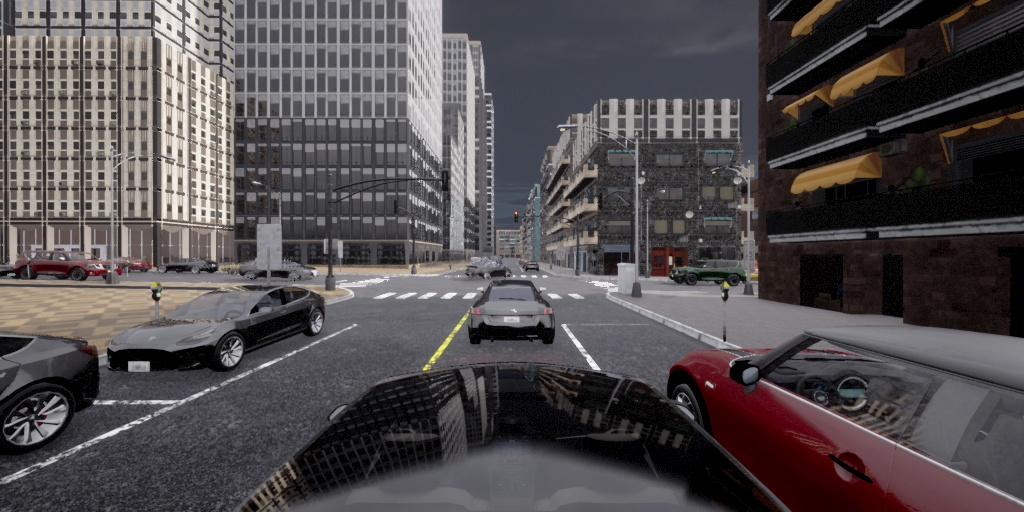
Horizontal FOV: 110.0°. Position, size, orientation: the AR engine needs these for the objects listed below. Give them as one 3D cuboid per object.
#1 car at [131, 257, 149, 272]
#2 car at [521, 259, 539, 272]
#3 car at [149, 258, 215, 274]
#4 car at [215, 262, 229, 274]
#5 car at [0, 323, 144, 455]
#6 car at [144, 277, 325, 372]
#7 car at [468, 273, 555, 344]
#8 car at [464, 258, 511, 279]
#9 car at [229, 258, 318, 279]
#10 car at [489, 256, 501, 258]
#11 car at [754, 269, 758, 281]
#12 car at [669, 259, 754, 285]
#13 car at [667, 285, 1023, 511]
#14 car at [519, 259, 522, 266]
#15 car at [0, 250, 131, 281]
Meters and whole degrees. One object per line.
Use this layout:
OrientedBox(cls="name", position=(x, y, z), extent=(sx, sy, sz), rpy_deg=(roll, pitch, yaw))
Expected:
OrientedBox(cls="car", position=(-33.168, 0.726, 30.478), extent=(4.207, 1.307, 1.802), rpy_deg=(0, 0, -1))
OrientedBox(cls="car", position=(2.593, 1.319, 47.317), extent=(1.948, 1.339, 4.313), rpy_deg=(0, 0, 0))
OrientedBox(cls="car", position=(-27.550, 0.815, 30.554), extent=(4.313, 1.339, 1.948), rpy_deg=(0, 0, -1))
OrientedBox(cls="car", position=(-22.105, 0.880, 30.715), extent=(4.829, 1.417, 1.751), rpy_deg=(0, 0, -1))
OrientedBox(cls="car", position=(-5.688, 1.316, 2.407), extent=(1.948, 1.339, 4.313), rpy_deg=(0, 0, 0))
OrientedBox(cls="car", position=(-5.700, 1.315, 7.653), extent=(1.948, 1.339, 4.313), rpy_deg=(0, 0, 0))
OrientedBox(cls="car", position=(-0.013, 1.313, 9.583), extent=(1.994, 1.385, 4.181), rpy_deg=(0, 0, 0))
OrientedBox(cls="car", position=(-1.980, 1.221, 30.801), extent=(2.128, 1.511, 4.902), rpy_deg=(2, 1, 36))
OrientedBox(cls="car", position=(-16.174, 0.970, 24.939), extent=(4.902, 1.511, 2.128), rpy_deg=(1, 0, -2))
OrientedBox(cls="car", position=(-3.204, 0.979, 62.361), extent=(2.150, 2.045, 5.566), rpy_deg=(0, 0, 0))
OrientedBox(cls="car", position=(21.303, 1.697, 31.215), extent=(4.829, 1.417, 1.751), rpy_deg=(0, 0, -1))
OrientedBox(cls="car", position=(15.524, 1.289, 28.542), extent=(5.566, 2.045, 2.150), rpy_deg=(1, 0, -1))
OrientedBox(cls="car", position=(2.693, 1.190, 2.427), extent=(1.967, 1.591, 4.097), rpy_deg=(0, 0, 0))
OrientedBox(cls="car", position=(2.570, 1.301, 57.284), extent=(1.888, 1.381, 4.507), rpy_deg=(0, 0, 0))
OrientedBox(cls="car", position=(-27.428, 0.590, 22.173), extent=(5.009, 1.841, 2.192), rpy_deg=(0, 0, -1))
